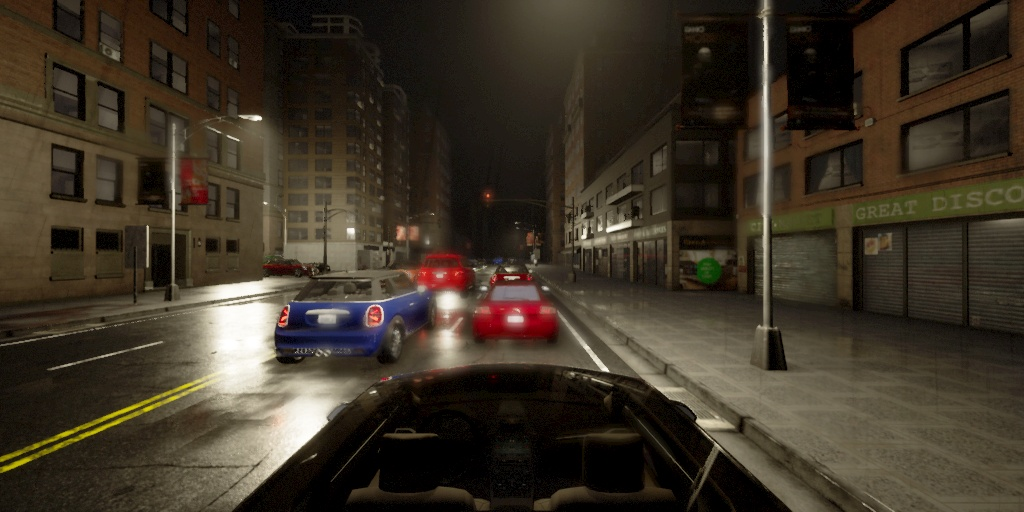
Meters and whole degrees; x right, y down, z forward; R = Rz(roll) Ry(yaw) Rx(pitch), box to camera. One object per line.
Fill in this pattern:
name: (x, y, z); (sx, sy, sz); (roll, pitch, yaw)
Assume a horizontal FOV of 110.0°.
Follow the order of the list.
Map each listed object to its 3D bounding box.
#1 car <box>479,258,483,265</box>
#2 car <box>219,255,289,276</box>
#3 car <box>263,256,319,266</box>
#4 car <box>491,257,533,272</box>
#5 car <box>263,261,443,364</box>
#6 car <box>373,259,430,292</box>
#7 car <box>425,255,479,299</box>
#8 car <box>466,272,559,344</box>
car: (-6.583, 1.305, 59.624); (2.033, 1.411, 5.357); (0, 0, 0)
car: (-26.140, 0.977, 36.457); (5.566, 2.045, 2.150); (0, 0, 2)
car: (-20.793, 1.092, 33.570); (4.553, 1.767, 2.097); (0, 0, 2)
car: (0.000, 1.099, 18.251); (2.097, 1.767, 4.553); (0, 0, 0)
car: (-3.147, 1.101, 8.249); (2.097, 1.767, 4.553); (0, 0, 0)
car: (-6.600, 1.099, 22.058); (2.097, 1.767, 4.553); (0, 0, 0)
car: (-3.150, 0.969, 18.288); (2.150, 2.045, 5.566); (0, 0, 0)
car: (0.092, 1.312, 9.633); (1.994, 1.385, 4.181); (0, 0, 0)
